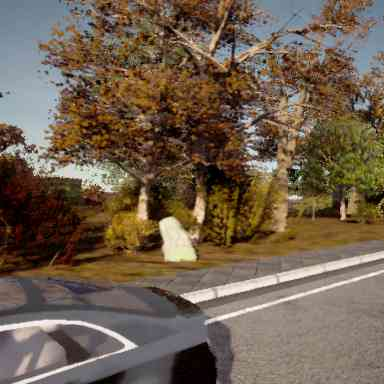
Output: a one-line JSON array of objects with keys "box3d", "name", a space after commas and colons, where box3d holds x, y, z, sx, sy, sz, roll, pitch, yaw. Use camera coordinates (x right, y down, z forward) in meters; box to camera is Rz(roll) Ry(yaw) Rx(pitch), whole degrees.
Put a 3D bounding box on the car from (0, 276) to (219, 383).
[{"box3d": [-2.039, 1.491, 2.229, 4.902, 1.511, 2.128, 0, 0, -35], "name": "car"}]
